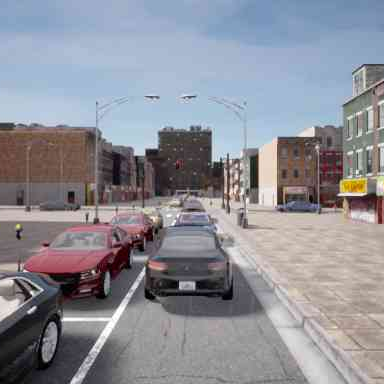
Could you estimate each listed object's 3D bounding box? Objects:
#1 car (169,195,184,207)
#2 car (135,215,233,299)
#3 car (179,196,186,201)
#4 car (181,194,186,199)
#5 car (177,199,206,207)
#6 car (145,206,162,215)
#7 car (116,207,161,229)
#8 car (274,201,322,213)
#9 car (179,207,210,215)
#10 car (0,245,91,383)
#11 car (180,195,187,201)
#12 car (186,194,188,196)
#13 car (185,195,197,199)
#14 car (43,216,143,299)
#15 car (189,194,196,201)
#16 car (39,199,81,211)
[{"bbox_3d":[-2.554,1.606,51.281,1.752,1.417,4.829,0,0,0],"label":"car"},{"bbox_3d":[-0.042,1.529,8.320,1.812,1.442,4.674,0,0,1],"label":"car"},{"bbox_3d":[-2.493,1.757,89.559,1.887,1.381,4.507,0,0,0],"label":"car"},{"bbox_3d":[-2.544,1.411,56.894,2.192,1.841,5.009,0,0,0],"label":"car"},{"bbox_3d":[0.152,1.530,26.036,1.837,1.490,4.892,0,0,2],"label":"car"},{"bbox_3d":[-2.604,1.540,19.323,1.752,1.417,4.829,0,0,0],"label":"car"},{"bbox_3d":[-2.612,1.553,14.000,1.887,1.381,4.507,0,0,0],"label":"car"},{"bbox_3d":[12.640,1.756,39.648,5.357,1.411,2.033,1,0,0],"label":"car"},{"bbox_3d":[0.119,1.611,15.735,1.895,1.301,4.718,0,0,0],"label":"car"},{"bbox_3d":[-2.629,1.552,3.011,2.008,1.369,4.403,0,0,0],"label":"car"},{"bbox_3d":[-2.484,1.672,95.003,1.967,1.590,4.097,0,0,0],"label":"car"},{"bbox_3d":[-2.511,1.695,78.500,1.752,1.417,4.829,0,0,0],"label":"car"},{"bbox_3d":[0.235,1.696,56.504,1.895,1.301,4.718,0,0,-1],"label":"car"},{"bbox_3d":[-2.620,1.548,8.505,1.887,1.381,4.507,0,0,0],"label":"car"},{"bbox_3d":[0.146,1.576,91.911,2.097,1.767,4.553,0,0,0],"label":"car"},{"bbox_3d":[-14.479,1.505,36.602,4.181,1.385,1.994,0,0,0],"label":"car"}]
